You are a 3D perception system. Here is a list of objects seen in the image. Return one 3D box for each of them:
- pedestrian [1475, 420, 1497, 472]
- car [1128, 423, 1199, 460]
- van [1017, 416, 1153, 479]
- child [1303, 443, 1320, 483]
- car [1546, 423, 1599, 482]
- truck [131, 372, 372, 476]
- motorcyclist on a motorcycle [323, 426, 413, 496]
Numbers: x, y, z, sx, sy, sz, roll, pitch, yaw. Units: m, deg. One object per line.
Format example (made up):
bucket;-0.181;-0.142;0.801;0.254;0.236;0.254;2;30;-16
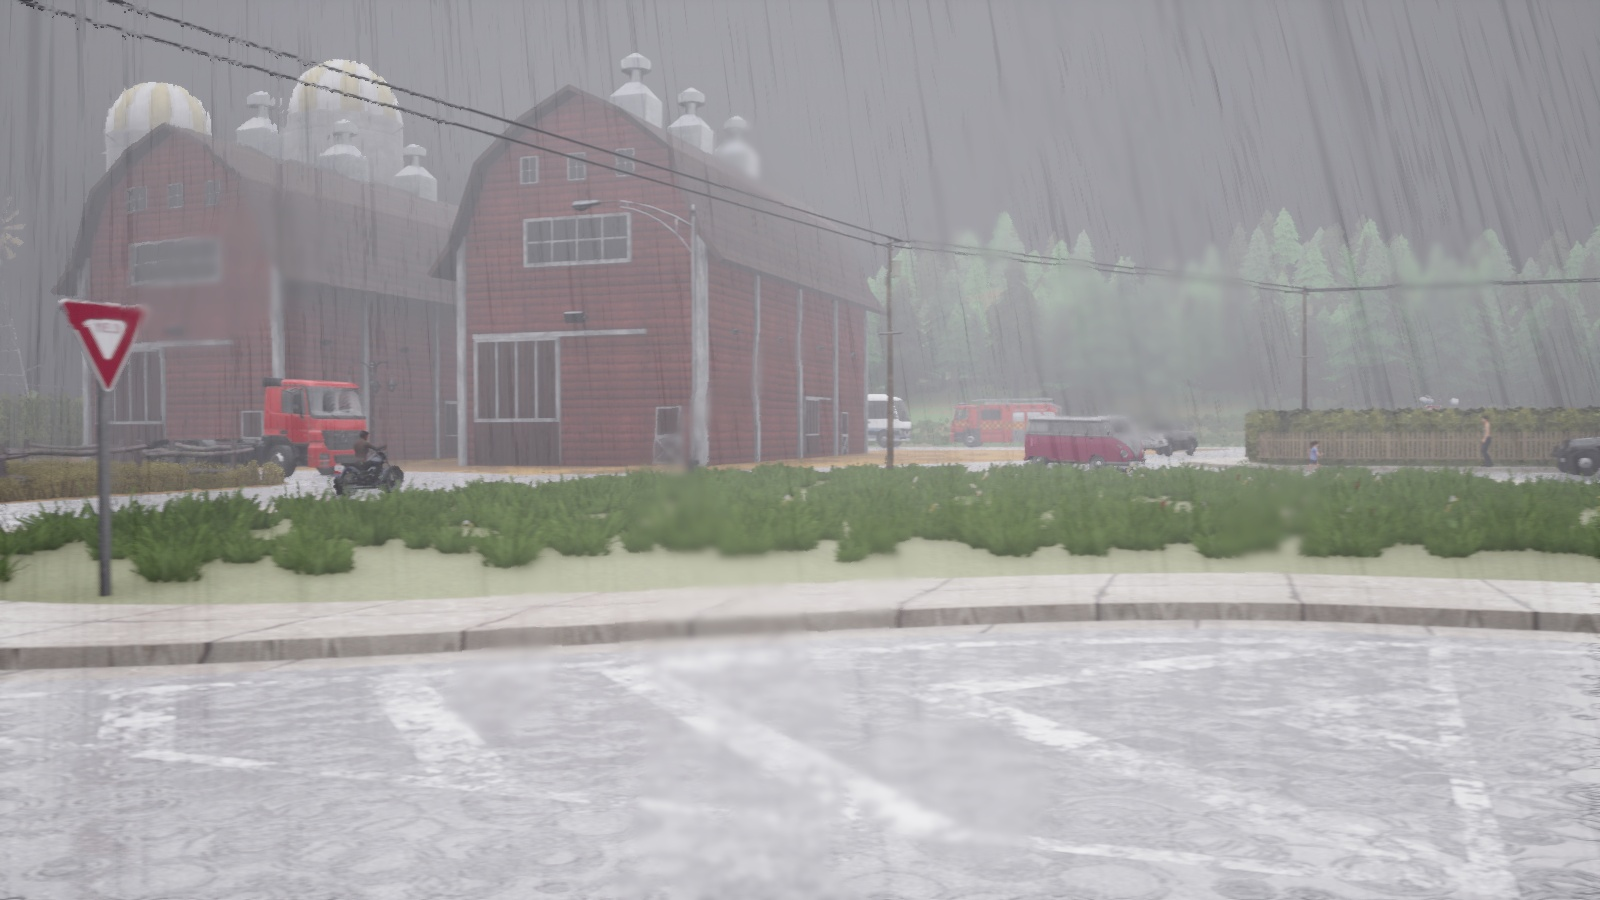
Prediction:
pedestrian;24.195;-0.136;44.291;0.594;1.836;0.345;1;1;36
car;18.777;-0.476;64.755;1.932;1.855;4.605;1;1;39
van;9.892;-0.135;43.911;1.775;1.987;4.442;-1;3;-39
child;14.223;0.356;34.916;0.394;1.110;0.255;1;1;18
car;26.323;0.077;40.221;3.866;1.878;1.905;1;1;19
truck;-19.370;-0.941;44.369;7.936;3.462;2.891;1;1;19
motorcyclist on a motorcycle;-10.558;0.245;30.772;0.766;1.649;2.350;1;1;20
